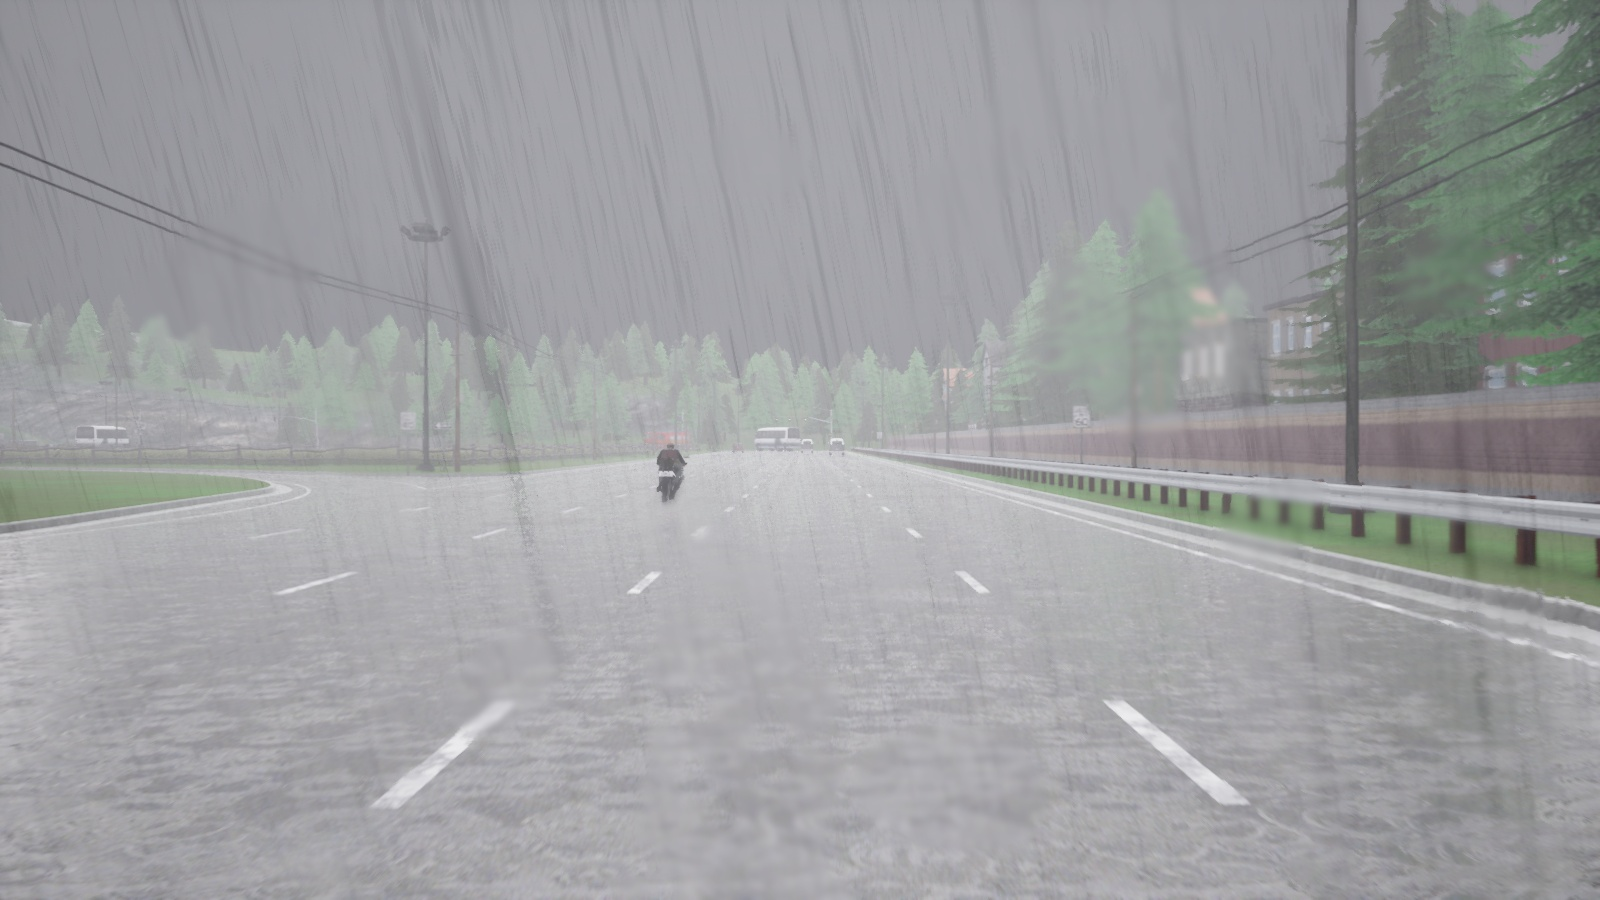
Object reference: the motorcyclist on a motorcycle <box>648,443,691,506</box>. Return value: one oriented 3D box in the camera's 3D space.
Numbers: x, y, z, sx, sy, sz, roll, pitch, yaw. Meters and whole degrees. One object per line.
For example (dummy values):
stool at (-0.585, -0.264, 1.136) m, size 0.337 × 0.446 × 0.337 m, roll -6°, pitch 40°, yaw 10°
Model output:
motorcyclist on a motorcycle at (-3.302, 0.597, 31.998) m, size 0.866 × 1.530 × 2.191 m, roll 0°, pitch 0°, yaw 0°
